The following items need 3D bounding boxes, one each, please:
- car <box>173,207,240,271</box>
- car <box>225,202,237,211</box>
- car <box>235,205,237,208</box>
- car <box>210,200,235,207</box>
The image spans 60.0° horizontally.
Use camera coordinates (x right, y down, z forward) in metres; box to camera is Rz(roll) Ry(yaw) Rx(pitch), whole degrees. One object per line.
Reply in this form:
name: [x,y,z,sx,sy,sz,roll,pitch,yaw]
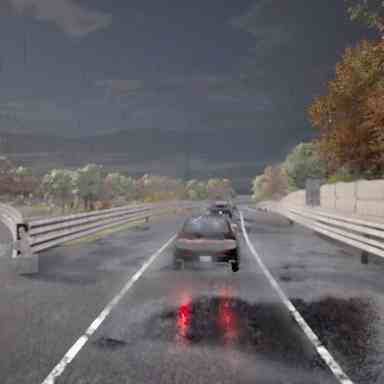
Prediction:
car: [0.496,1.471,10.868,2.128,1.511,4.902,0,0,3]
car: [7.084,2.663,60.227,1.882,1.535,5.008,0,-4,10]
car: [4.112,1.785,39.631,1.895,1.301,4.718,0,-2,8]
car: [2.680,1.492,29.881,1.837,1.490,4.892,0,-1,8]
